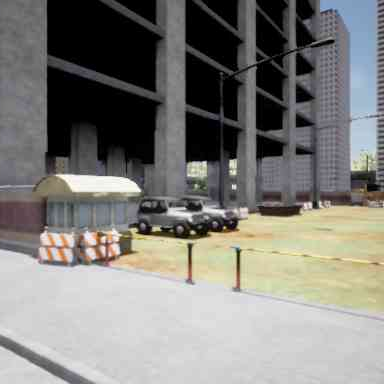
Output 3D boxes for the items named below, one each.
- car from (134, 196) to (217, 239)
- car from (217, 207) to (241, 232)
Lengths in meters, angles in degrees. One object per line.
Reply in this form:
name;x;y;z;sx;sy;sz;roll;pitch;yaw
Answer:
car;-1.060;1.178;16.406;3.866;1.878;1.905;0;0;36
car;0.664;1.178;18.789;3.866;1.878;1.905;0;0;36
